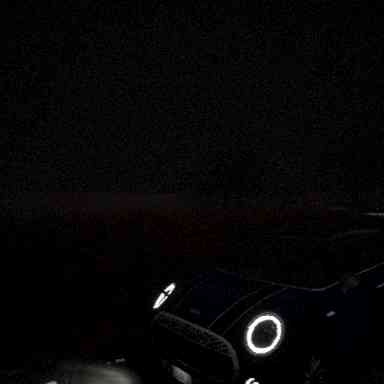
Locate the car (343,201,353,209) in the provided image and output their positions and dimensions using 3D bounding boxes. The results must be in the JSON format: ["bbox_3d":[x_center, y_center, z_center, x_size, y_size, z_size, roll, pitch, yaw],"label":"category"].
[{"bbox_3d":[26.419,2.176,54.077,1.895,1.301,4.718,1,-1,-1],"label":"car"}]

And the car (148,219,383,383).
[{"bbox_3d":[1.569,1.367,5.031,4.553,1.767,2.097,0,0,-42],"label":"car"}]

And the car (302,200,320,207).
[{"bbox_3d":[24.855,2.394,70.026,1.895,1.301,4.718,1,-1,-7],"label":"car"}]

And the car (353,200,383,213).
[{"bbox_3d":[22.479,1.846,42.018,1.837,1.490,4.892,1,-1,9],"label":"car"}]
